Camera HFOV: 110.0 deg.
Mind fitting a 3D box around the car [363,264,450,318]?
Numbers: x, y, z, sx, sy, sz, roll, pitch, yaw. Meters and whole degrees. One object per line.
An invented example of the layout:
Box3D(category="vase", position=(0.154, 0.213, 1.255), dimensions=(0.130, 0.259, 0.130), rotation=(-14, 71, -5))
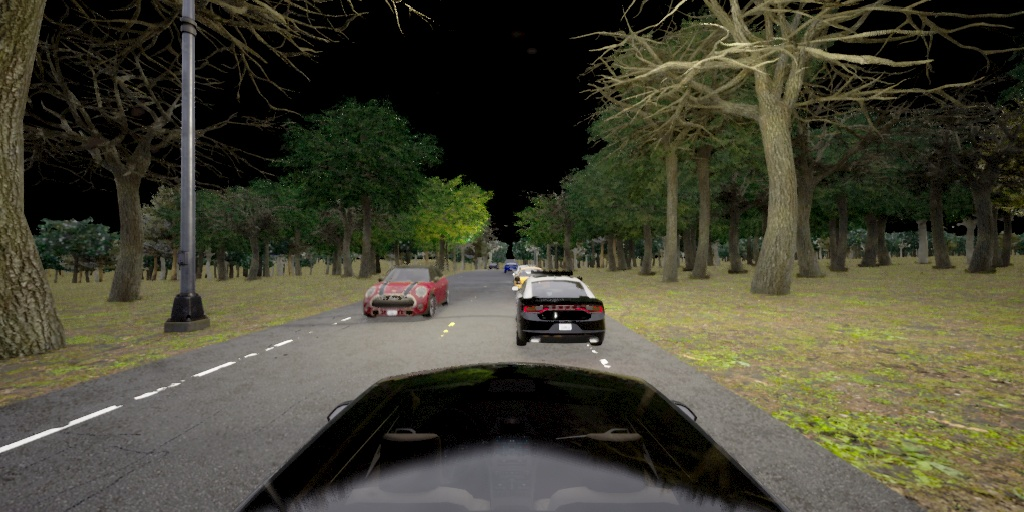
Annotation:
Box3D(category="car", position=(-3.621, 1.125, 13.055), dimensions=(2.097, 1.767, 4.553), rotation=(0, 0, 0))

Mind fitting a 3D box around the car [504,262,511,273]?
Box3D(category="car", position=(-0.064, 1.523, 48.898), dimensions=(1.882, 1.535, 5.008), rotation=(0, -1, 0))

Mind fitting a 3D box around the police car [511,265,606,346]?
Box3D(category="police car", position=(1.036, 1.188, 9.582), dimensions=(1.930, 1.638, 5.238), rotation=(0, 0, 0))

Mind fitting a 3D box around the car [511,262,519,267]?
Box3D(category="car", position=(1.016, 1.260, 19.665), dimensions=(1.801, 1.575, 5.366), rotation=(0, 0, 0))
